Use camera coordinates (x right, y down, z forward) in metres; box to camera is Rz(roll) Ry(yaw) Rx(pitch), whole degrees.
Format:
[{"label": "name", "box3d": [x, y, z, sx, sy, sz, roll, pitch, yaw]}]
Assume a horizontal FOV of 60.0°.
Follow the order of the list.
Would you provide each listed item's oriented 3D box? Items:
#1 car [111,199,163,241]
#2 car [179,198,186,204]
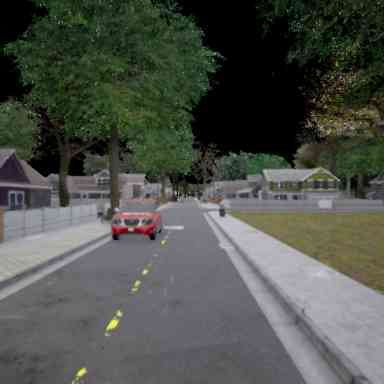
[{"label": "car", "box3d": [-2.854, 1.427, 18.360, 2.150, 2.045, 5.566, 0, -1, 0]}, {"label": "car", "box3d": [-2.772, 2.551, 95.210, 1.837, 1.490, 4.892, 0, -1, 0]}]
